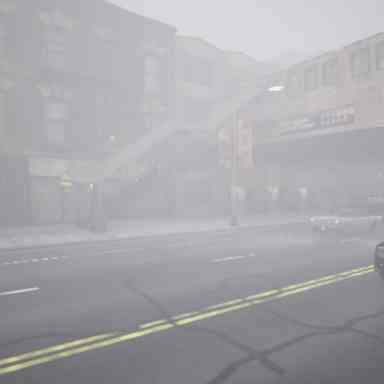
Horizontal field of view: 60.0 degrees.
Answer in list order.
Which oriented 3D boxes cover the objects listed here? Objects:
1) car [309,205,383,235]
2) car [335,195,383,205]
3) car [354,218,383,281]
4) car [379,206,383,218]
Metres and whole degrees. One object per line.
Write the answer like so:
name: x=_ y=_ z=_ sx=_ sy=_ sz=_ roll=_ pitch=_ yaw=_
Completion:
car: x=8.711 y=1.599 z=18.796 sx=4.718 sy=1.301 sz=1.895 roll=0 pitch=0 yaw=-35
car: x=12.774 y=1.226 z=25.317 sx=5.566 sy=2.045 sz=2.435 roll=0 pitch=0 yaw=-36
car: x=6.492 y=1.490 z=8.374 sx=4.902 sy=1.511 sz=2.128 roll=0 pitch=0 yaw=-35
car: x=11.408 y=1.524 z=16.407 sx=4.674 sy=1.442 sz=1.812 roll=0 pitch=0 yaw=-36
